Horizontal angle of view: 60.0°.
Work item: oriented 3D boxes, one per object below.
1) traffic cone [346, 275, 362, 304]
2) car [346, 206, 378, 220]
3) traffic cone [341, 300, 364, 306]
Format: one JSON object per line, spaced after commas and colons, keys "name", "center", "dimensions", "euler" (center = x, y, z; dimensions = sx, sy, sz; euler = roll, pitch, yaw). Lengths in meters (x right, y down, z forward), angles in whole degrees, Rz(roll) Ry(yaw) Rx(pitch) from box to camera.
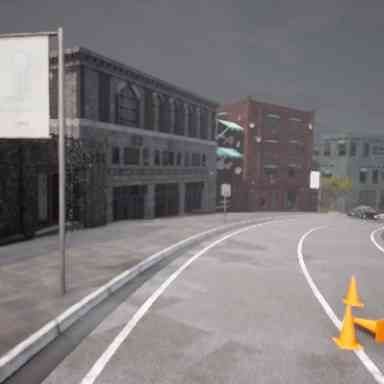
{"name": "traffic cone", "center": [3.405, 2.062, 7.041], "dimensions": [0.340, 0.580, 0.340], "euler": [2, 0, 1]}
{"name": "car", "center": [19.792, 2.386, 38.562], "dimensions": [4.892, 1.490, 1.837], "euler": [3, 2, -39]}
{"name": "traffic cone", "center": [2.375, 2.024, 5.065], "dimensions": [0.340, 0.580, 0.340], "euler": [2, 0, 1]}
